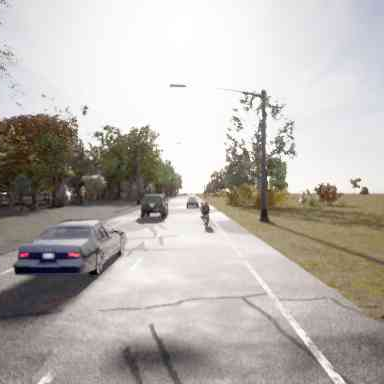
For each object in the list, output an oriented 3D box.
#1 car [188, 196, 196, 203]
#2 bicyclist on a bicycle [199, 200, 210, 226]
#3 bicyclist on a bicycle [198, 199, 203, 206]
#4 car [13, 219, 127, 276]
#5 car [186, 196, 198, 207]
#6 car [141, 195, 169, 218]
[{"bbox_3d":[-0.010,1.633,74.399,1.837,1.490,4.892,0,0,0],"label":"car"},{"bbox_3d":[0.962,1.491,21.951,0.582,1.620,1.656,0,0,0],"label":"bicyclist on a bicycle"},{"bbox_3d":[0.979,1.492,31.796,0.866,1.612,1.509,0,0,0],"label":"bicyclist on a bicycle"},{"bbox_3d":[-3.408,1.565,10.377,2.033,1.411,5.357,0,0,0],"label":"car"},{"bbox_3d":[0.057,1.639,51.634,2.033,1.411,5.357,0,0,0],"label":"car"},{"bbox_3d":[-3.406,1.275,31.021,2.150,2.045,5.566,0,0,0],"label":"car"}]
